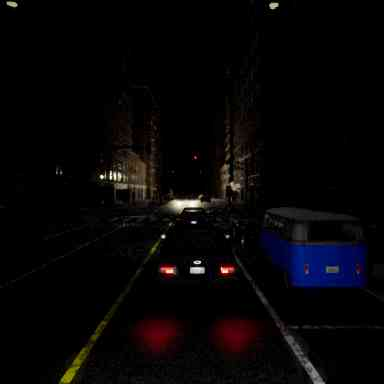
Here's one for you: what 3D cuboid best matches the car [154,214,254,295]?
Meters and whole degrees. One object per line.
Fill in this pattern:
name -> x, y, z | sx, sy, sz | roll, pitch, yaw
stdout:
car -> 0.096, 1.546, 8.881 | 2.033, 1.411, 5.357 | 0, 0, 0

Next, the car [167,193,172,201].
car -> -5.709, 1.509, 68.608 | 1.887, 1.381, 4.507 | 0, 0, 0

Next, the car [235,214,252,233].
car -> 2.848, 1.562, 14.272 | 1.947, 1.339, 4.313 | 0, 0, 0

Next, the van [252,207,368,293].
van -> 2.850, 1.339, 8.612 | 1.690, 1.788, 3.998 | 0, 0, 0

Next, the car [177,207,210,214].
car -> 0.090, 1.557, 19.200 | 1.994, 1.385, 4.181 | 0, 0, 0

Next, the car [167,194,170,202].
car -> -5.706, 1.509, 63.157 | 1.887, 1.381, 4.507 | 0, 0, 0

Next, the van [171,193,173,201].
van -> -5.712, 1.305, 74.059 | 1.690, 1.788, 3.998 | 0, 0, 0

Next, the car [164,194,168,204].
car -> -5.702, 1.517, 57.706 | 2.008, 1.369, 4.403 | 0, 0, 0

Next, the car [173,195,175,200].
car -> -5.715, 1.516, 79.510 | 2.008, 1.369, 4.403 | 0, 0, 0

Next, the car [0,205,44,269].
car -> -5.674, 1.313, 8.567 | 2.192, 1.841, 5.009 | 0, 0, 0

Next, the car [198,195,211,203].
car -> 2.816, 1.404, 68.649 | 1.967, 1.590, 4.097 | 0, 0, 0

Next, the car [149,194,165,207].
car -> -5.699, 1.493, 52.086 | 1.752, 1.417, 4.829 | 0, 0, 0

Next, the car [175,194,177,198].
car -> -5.719, 1.282, 84.961 | 2.192, 1.841, 5.009 | 0, 0, 0
